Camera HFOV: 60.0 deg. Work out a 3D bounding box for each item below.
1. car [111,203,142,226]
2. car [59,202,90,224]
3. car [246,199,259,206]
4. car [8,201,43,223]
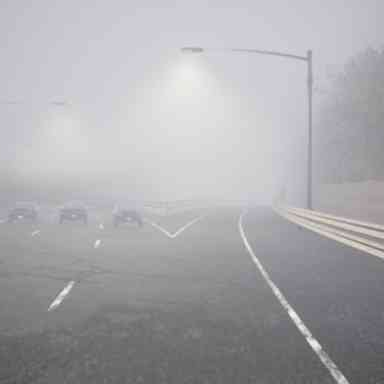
[{"bbox_3d":[-4.583,1.506,23.123,1.812,1.442,4.674,1,0,-16],"label":"car"},{"bbox_3d":[-8.717,1.456,24.745,1.882,1.535,5.008,0,0,-17],"label":"car"},{"bbox_3d":[12.417,2.170,69.872,1.837,1.490,4.892,0,-3,15],"label":"car"},{"bbox_3d":[-12.513,1.477,25.142,1.837,1.490,4.892,0,0,-18],"label":"car"}]
